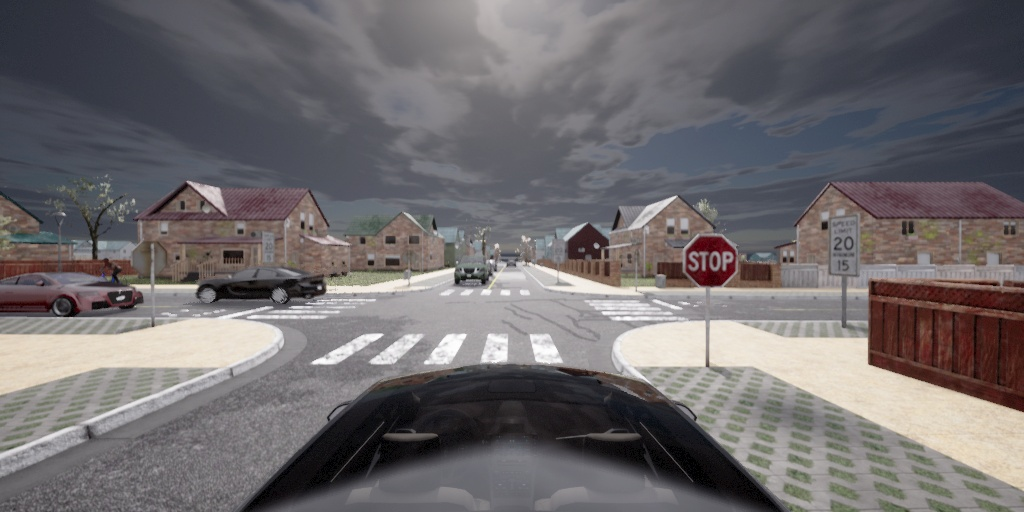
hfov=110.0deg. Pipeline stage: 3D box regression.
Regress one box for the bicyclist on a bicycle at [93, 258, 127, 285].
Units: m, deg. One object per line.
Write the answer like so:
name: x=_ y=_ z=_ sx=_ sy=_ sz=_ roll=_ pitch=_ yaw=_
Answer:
bicyclist on a bicycle: x=-20.179 y=0.926 z=17.984 sx=0.582 sy=1.620 sz=1.656 roll=0 pitch=1 yaw=0

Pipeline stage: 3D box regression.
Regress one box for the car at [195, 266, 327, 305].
car: x=-10.495 y=1.165 z=15.122 sx=5.008 sy=1.535 sz=1.882 roll=0 pitch=0 yaw=4

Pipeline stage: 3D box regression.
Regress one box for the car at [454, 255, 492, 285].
car: x=-2.893 y=0.976 z=26.840 sx=2.150 sy=2.045 sz=5.566 roll=0 pitch=0 yaw=0

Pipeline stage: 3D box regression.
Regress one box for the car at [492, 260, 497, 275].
car: x=-2.898 y=1.283 z=36.913 sx=1.837 sy=1.490 sz=4.892 roll=0 pitch=0 yaw=0

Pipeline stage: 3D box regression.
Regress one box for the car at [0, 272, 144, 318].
car: x=-15.262 y=1.243 z=12.146 sx=4.181 sy=1.385 sz=1.994 roll=0 pitch=0 yaw=0
